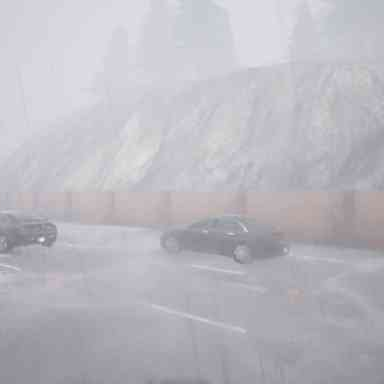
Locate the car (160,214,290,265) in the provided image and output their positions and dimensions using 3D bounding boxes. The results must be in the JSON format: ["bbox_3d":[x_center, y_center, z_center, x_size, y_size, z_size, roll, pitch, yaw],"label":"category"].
[{"bbox_3d":[1.009,1.563,11.955,4.892,1.490,1.837,1,0,36],"label":"car"}]

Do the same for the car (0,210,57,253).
[{"bbox_3d":[-7.608,1.539,13.963,4.892,1.490,1.837,0,0,36],"label":"car"}]
